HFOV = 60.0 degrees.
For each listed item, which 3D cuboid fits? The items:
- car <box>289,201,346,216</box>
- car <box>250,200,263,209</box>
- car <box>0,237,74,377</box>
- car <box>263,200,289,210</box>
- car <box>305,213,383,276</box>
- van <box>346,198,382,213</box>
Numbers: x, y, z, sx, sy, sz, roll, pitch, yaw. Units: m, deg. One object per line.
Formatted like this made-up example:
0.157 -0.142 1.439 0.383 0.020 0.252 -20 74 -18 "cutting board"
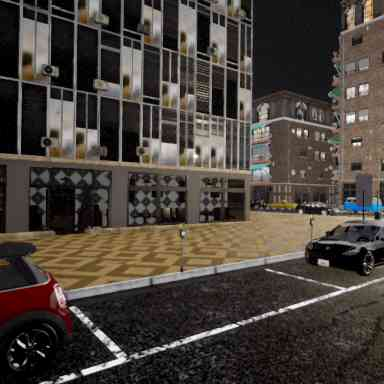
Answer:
12.238 1.636 32.660 2.008 1.369 4.403 1 -1 -35 "car"
9.635 1.885 51.112 1.947 1.339 4.313 1 -1 -35 "car"
-3.690 1.439 3.917 4.097 1.590 1.967 0 1 -35 "car"
12.701 1.808 46.693 1.752 1.417 4.829 1 -1 -35 "car"
5.389 1.573 10.388 4.313 1.339 1.947 0 1 -35 "car"
19.127 1.546 37.436 1.690 1.788 3.998 1 -1 -35 "van"
